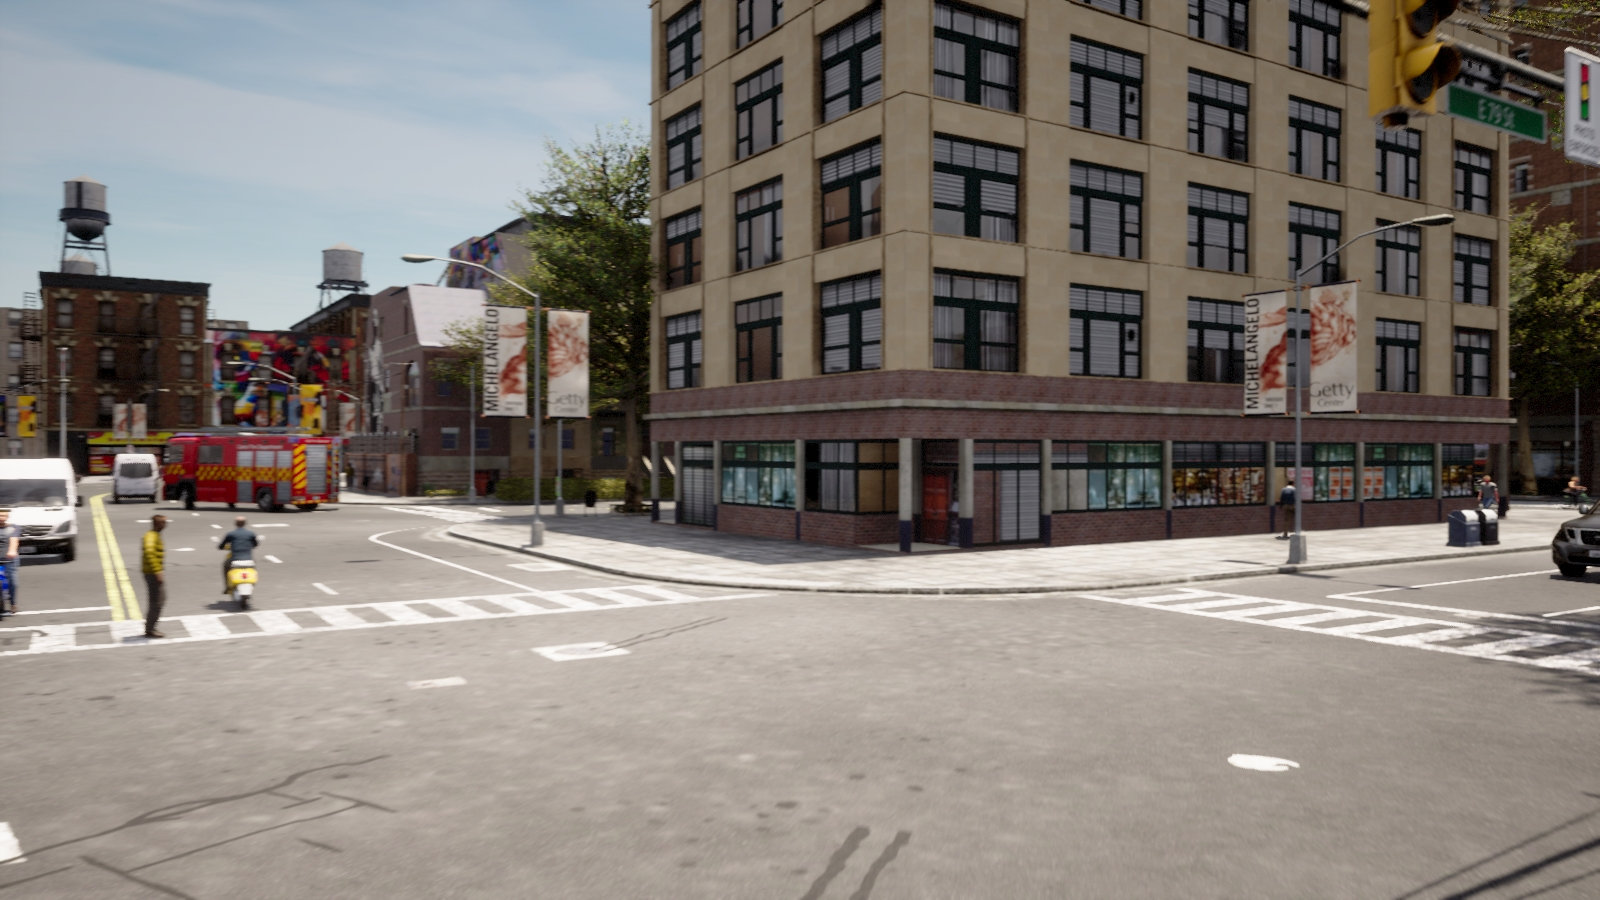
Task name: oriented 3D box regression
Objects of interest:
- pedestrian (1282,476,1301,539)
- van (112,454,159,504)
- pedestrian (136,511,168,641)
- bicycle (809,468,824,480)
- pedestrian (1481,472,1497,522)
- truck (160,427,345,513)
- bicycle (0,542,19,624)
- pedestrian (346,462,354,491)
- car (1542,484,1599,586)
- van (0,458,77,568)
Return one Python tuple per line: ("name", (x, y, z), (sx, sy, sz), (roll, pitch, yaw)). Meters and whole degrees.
("pedestrian", (14.802, 1.732, 34.407), (0.375, 1.860, 0.375), (0, 0, -37))
("van", (-35.790, 1.501, 61.428), (1.988, 2.561, 5.915), (0, 0, -32))
("pedestrian", (-9.516, 1.840, 16.791), (0.375, 1.860, 0.375), (0, 0, -24))
("bicycle", (1.600, 2.300, 111.163), (0.859, 1.080, 1.487), (0, 1, -33))
("pedestrian", (25.694, 1.753, 42.622), (0.375, 1.860, 0.375), (0, 0, -33))
("truck", (-25.634, 0.870, 53.477), (8.468, 3.827, 2.891), (0, 0, 23))
("bicycle", (-13.263, 2.192, 19.020), (0.373, 1.196, 1.643), (0, 0, -32))
("pedestrian", (-28.602, 1.678, 72.618), (0.375, 1.860, 0.375), (0, 0, -30))
("car", (19.251, 1.812, 25.706), (5.566, 2.045, 2.150), (-1, 1, -32))
("van", (-20.033, 1.515, 29.803), (1.988, 2.561, 5.915), (0, 0, -32))
